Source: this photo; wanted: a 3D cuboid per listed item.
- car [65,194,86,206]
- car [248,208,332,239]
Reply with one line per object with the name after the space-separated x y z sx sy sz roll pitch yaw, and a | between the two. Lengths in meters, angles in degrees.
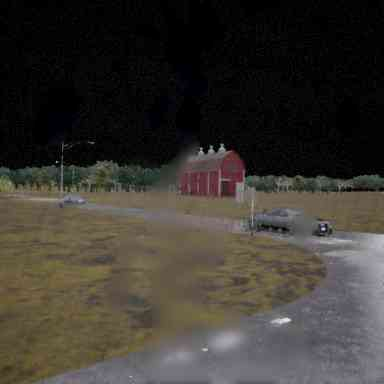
-16.000 1.039 45.576 2.128 1.511 4.902 2 0 -36 | car
4.801 1.484 16.721 1.994 1.385 4.181 2 -1 -36 | car
